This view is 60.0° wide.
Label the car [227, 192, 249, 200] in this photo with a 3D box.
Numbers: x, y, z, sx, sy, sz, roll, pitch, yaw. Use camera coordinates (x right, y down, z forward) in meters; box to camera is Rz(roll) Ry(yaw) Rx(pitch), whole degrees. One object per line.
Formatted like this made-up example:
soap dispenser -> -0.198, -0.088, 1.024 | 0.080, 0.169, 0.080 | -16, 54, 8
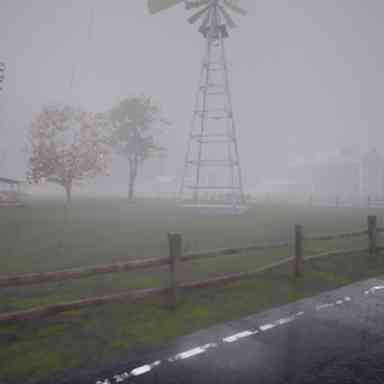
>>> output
car -> 8.635, 0.719, 61.137 | 1.882, 1.535, 5.008 | 1, 0, -35
